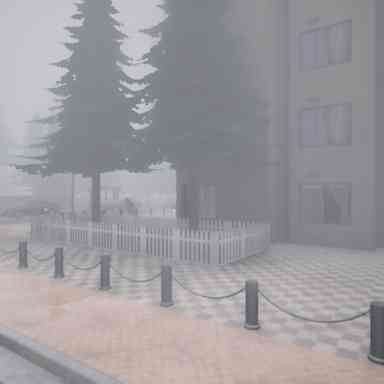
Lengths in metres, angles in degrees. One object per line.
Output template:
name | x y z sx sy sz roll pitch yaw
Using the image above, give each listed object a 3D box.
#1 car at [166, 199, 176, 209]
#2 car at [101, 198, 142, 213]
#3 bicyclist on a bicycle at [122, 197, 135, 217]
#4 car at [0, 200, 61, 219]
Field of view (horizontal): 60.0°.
car | -1.574 1.501 45.053 1.812 1.442 4.674 0 0 37
car | -7.788 1.453 36.924 1.882 1.535 5.008 0 0 37
bicyclist on a bicycle | -5.309 1.278 27.828 1.656 1.620 0.582 0 0 37
car | -13.914 1.466 28.872 2.128 1.511 4.902 0 0 37
